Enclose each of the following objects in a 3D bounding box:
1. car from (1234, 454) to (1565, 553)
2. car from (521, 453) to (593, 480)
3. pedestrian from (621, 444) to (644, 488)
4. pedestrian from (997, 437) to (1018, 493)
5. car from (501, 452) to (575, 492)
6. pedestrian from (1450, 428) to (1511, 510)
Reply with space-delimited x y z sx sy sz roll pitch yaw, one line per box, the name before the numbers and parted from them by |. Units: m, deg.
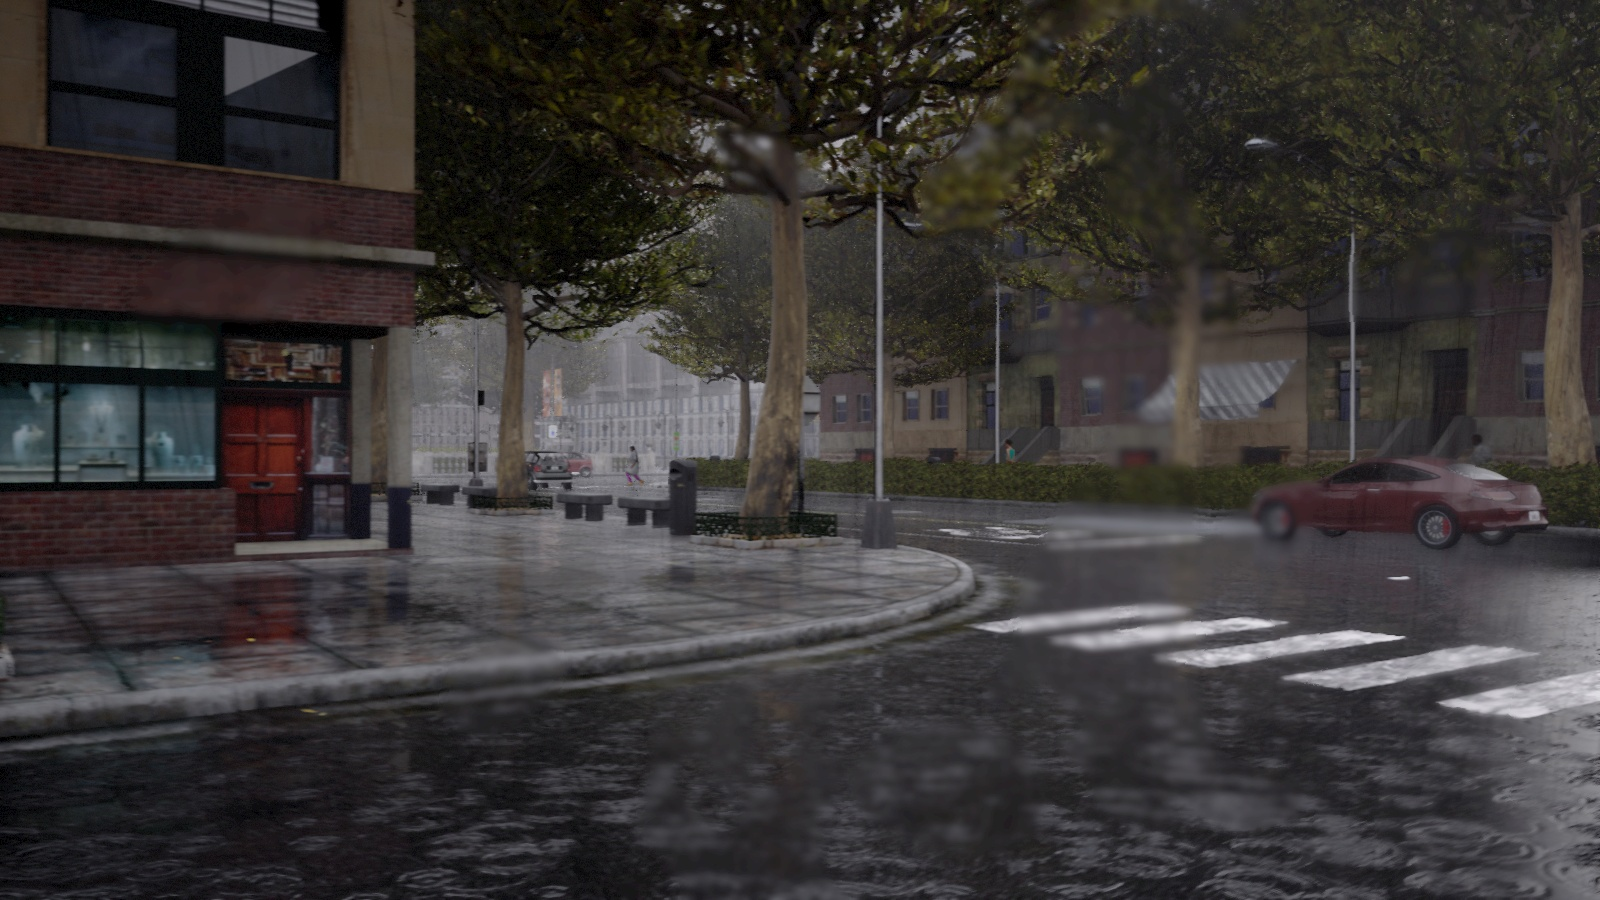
car | 9.772 0.795 20.858 1.812 1.442 4.674 0 0 -34
car | -14.087 0.923 72.982 3.705 1.549 1.789 0 0 -34
pedestrian | -7.469 0.695 55.931 0.873 1.952 0.659 0 0 -26
pedestrian | 6.840 0.480 41.464 0.345 1.836 0.594 0 0 -39
car | -10.771 0.866 51.423 1.789 1.549 3.705 0 0 -32
pedestrian | 15.708 0.430 28.994 0.874 1.855 0.900 0 0 -29
